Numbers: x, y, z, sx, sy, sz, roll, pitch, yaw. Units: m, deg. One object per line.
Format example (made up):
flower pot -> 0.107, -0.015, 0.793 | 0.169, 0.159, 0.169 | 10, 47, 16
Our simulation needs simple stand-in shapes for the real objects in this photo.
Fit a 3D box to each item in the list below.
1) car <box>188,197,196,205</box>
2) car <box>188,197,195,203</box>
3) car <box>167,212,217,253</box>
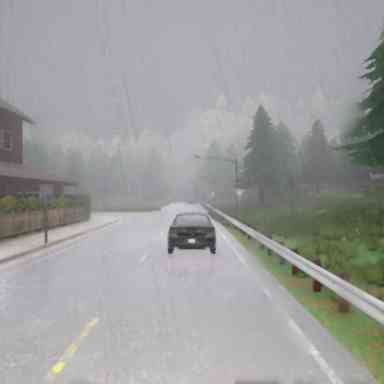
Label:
car -> -0.029, 2.360, 80.477 | 1.895, 1.301, 4.718 | 0, -1, 0
car -> -0.033, 2.243, 91.997 | 1.837, 1.490, 4.892 | 0, -1, 0
car -> 0.000, 1.623, 14.479 | 1.882, 1.535, 5.008 | 0, 0, 0
